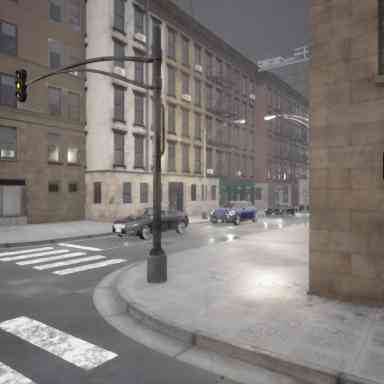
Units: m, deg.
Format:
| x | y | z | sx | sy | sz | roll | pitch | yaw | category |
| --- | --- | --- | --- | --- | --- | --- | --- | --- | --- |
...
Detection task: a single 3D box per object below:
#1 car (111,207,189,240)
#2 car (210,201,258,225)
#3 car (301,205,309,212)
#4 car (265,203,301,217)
| x | y | z | sx | sy | sz | roll | pitch | yaw | category |
| --- | --- | --- | --- | --- | --- | --- | --- | --- | --- |
| -2.086 | 1.568 | 17.788 | 2.128 | 1.511 | 4.902 | 0 | 0 | 35 | car |
| 3.254 | 1.476 | 25.306 | 2.097 | 1.767 | 4.553 | 0 | 0 | 36 | car |
| 14.890 | 1.832 | 41.566 | 1.895 | 1.301 | 4.718 | 0 | 0 | 36 | car |
| 8.976 | 1.777 | 33.316 | 1.895 | 1.301 | 4.718 | 0 | 0 | 35 | car |
